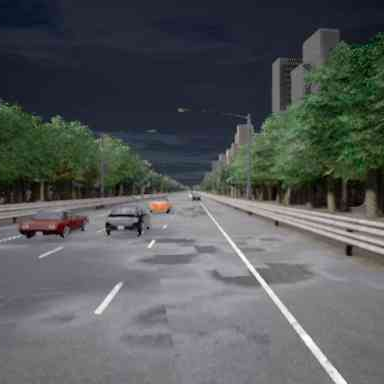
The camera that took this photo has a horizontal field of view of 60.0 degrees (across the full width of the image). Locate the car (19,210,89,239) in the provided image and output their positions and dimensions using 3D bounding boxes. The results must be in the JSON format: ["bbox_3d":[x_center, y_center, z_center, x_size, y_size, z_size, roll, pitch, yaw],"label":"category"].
[{"bbox_3d":[-6.897,1.596,17.245,1.895,1.301,4.718,0,0,0],"label":"car"}]

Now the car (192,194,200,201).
[{"bbox_3d":[1.063,1.289,86.575,2.097,1.767,4.553,0,0,0],"label":"car"}]

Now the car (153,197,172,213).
[{"bbox_3d":[-3.393,1.341,36.920,2.097,1.767,4.553,0,0,0],"label":"car"}]

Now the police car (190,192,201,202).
[{"bbox_3d":[1.062,1.374,76.715,1.930,1.638,5.238,0,0,0],"label":"police car"}]

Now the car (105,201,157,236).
[{"bbox_3d":[-3.397,1.487,18.302,2.128,1.511,4.902,0,0,0],"label":"car"}]
